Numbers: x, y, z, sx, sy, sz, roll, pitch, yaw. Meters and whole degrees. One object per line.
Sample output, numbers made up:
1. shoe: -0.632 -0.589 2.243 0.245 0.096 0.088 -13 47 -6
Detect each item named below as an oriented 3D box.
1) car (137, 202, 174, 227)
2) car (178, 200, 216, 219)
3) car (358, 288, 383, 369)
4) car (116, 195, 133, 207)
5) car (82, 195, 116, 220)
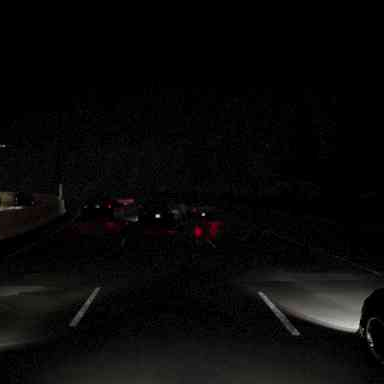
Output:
1. car: -2.277 1.272 20.282 1.994 1.385 4.181 0 1 -11
2. car: 0.253 1.238 25.008 1.895 1.301 4.718 0 1 -14
3. car: 3.356 1.516 2.936 1.994 1.385 4.181 0 1 -2
4. car: -8.487 1.028 40.220 1.895 1.301 4.718 0 1 -22
5. car: -6.863 1.004 24.497 2.097 1.767 4.553 0 1 -14
